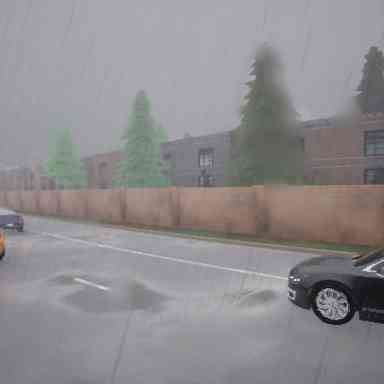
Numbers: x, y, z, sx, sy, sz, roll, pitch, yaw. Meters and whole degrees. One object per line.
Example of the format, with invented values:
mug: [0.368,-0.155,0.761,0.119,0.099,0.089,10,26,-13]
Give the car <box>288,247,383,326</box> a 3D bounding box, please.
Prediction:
car: [4.081,1.503,5.473,4.892,1.490,1.837,-1,0,36]

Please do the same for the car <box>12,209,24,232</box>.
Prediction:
car: [-11.343,1.601,19.433,1.812,1.442,4.674,0,0,-45]

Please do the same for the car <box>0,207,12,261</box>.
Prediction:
car: [-8.173,1.400,11.384,4.553,1.767,2.097,0,0,43]
